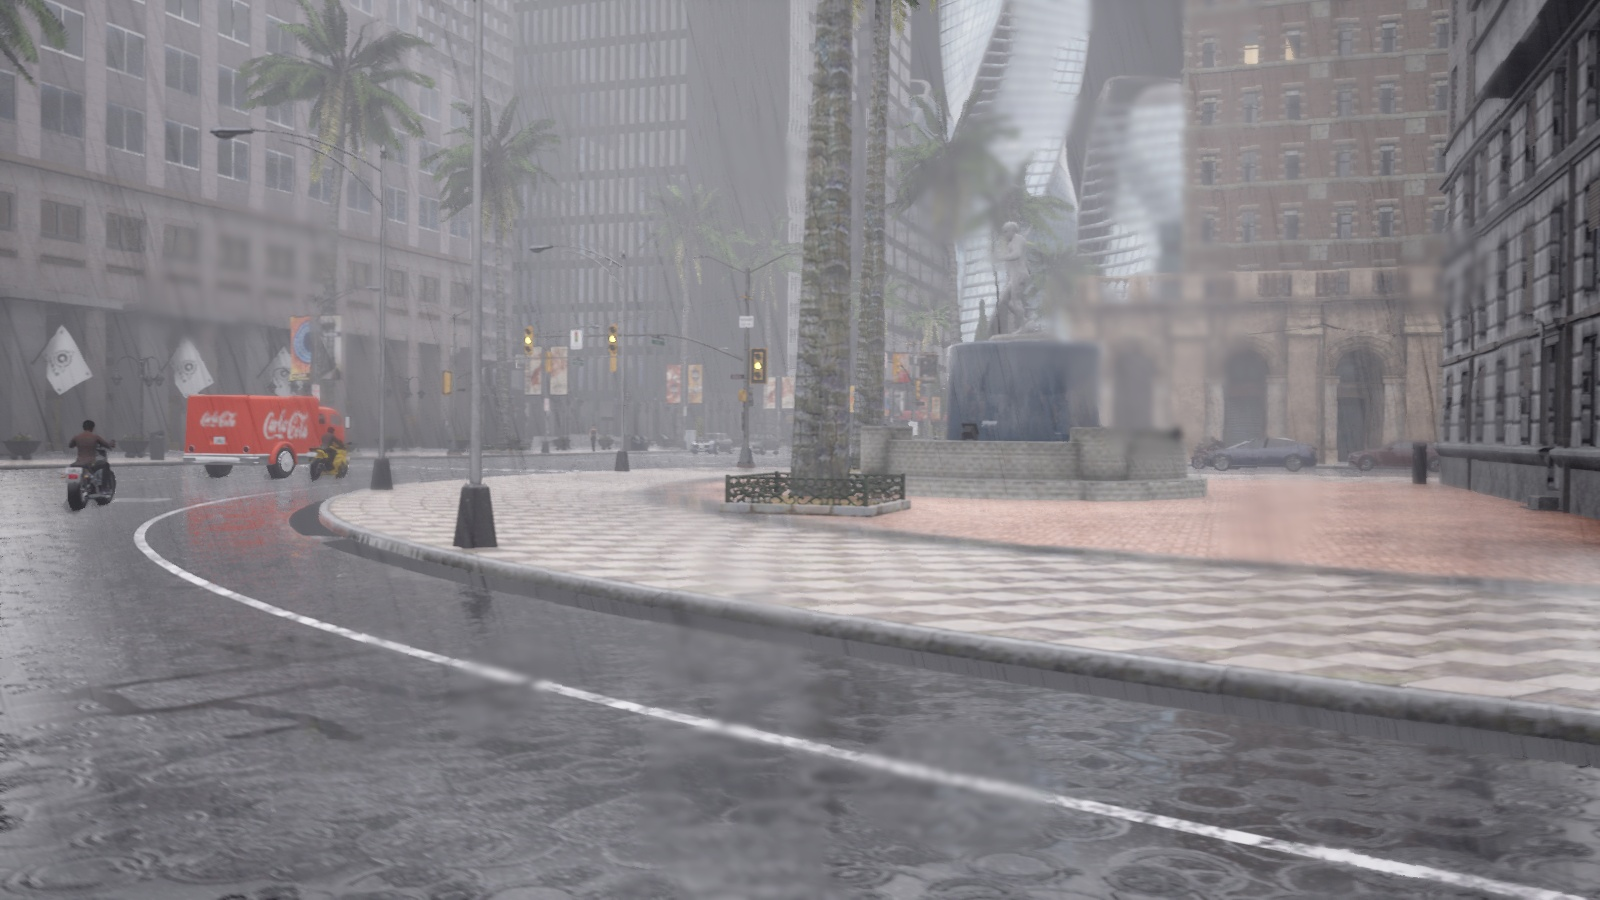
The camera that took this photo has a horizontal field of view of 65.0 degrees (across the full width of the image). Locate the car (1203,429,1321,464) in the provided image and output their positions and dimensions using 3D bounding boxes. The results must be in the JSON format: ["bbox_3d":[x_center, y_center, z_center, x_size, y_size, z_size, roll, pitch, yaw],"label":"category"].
[{"bbox_3d":[20.303,-0.159,55.350,4.792,1.488,2.163,0,1,20],"label":"car"}]

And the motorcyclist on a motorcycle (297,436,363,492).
[{"bbox_3d":[-13.236,0.369,35.428,0.797,1.523,2.044,0,1,10],"label":"motorcyclist on a motorcycle"}]

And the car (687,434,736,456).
[{"bbox_3d":[-6.163,-0.387,87.806,1.970,1.475,3.806,0,1,20],"label":"car"}]

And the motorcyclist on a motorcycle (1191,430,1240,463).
[{"bbox_3d":[19.623,-0.170,59.306,2.191,1.530,0.866,0,1,19],"label":"motorcyclist on a motorcycle"}]

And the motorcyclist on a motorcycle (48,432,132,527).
[{"bbox_3d":[-12.933,0.496,22.949,0.766,1.649,2.350,0,0,-15],"label":"motorcyclist on a motorcycle"}]

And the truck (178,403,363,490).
[{"bbox_3d":[-16.083,-0.117,38.548,2.627,2.467,5.204,0,1,14],"label":"truck"}]

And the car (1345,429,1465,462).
[{"bbox_3d":[27.213,-0.209,56.631,4.674,1.442,1.812,0,1,19],"label":"car"}]

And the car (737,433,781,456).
[{"bbox_3d":[-2.832,-0.389,86.770,1.789,1.549,3.705,0,1,20],"label":"car"}]
